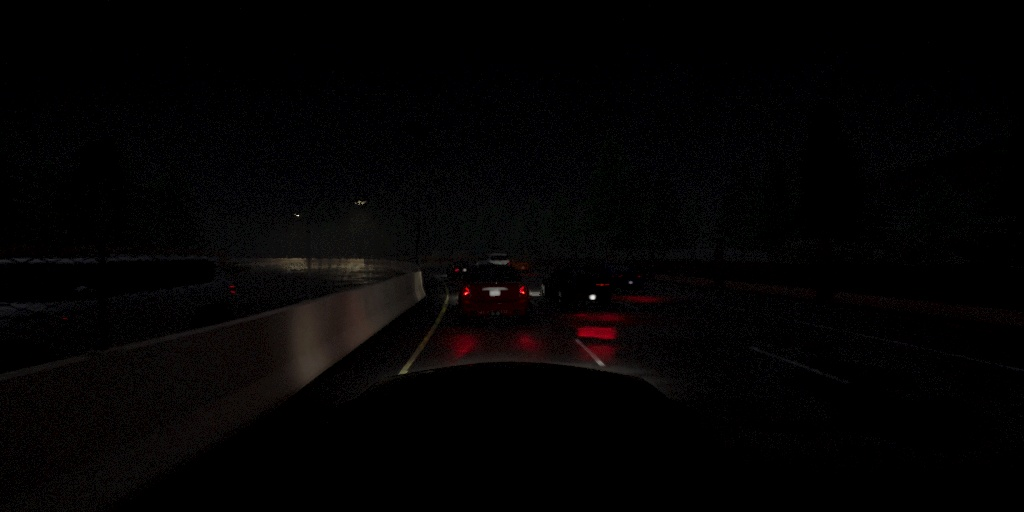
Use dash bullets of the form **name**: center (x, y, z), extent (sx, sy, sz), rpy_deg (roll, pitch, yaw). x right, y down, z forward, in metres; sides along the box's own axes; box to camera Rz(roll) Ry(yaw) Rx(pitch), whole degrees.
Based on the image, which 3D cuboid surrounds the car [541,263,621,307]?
- **car**: center (2.498, 1.164, 14.868), extent (1.837, 1.490, 4.892), rpy_deg (0, 0, -7)

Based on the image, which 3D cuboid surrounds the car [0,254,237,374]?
- **car**: center (-7.295, 0.977, 5.922), extent (2.150, 2.045, 5.566), rpy_deg (0, 0, -3)

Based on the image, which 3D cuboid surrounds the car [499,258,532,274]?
- **car**: center (0.270, 1.002, 38.397), extent (1.882, 1.535, 5.008), rpy_deg (0, 0, -19)

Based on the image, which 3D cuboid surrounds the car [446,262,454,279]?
- **car**: center (-4.444, 1.139, 30.641), extent (2.033, 1.411, 5.357), rpy_deg (0, 0, -17)

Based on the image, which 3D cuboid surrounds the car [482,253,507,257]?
- **car**: center (-1.861, 0.782, 33.945), extent (2.150, 2.045, 5.566), rpy_deg (0, 0, -18)

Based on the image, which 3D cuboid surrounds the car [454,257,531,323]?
- **car**: center (-0.689, 1.041, 12.108), extent (2.097, 1.767, 4.553), rpy_deg (0, 0, -6)

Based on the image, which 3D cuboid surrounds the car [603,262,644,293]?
- **car**: center (5.277, 1.096, 19.620), extent (1.882, 1.535, 5.008), rpy_deg (0, 0, -10)
